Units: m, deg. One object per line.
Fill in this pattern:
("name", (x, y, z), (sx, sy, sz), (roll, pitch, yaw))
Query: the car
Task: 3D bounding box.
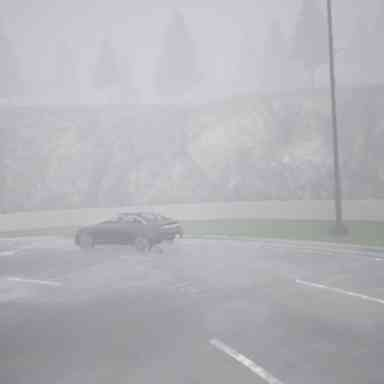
("car", (-2.732, 1.607, 13.981), (4.902, 1.511, 2.128), (-3, 0, 26))
